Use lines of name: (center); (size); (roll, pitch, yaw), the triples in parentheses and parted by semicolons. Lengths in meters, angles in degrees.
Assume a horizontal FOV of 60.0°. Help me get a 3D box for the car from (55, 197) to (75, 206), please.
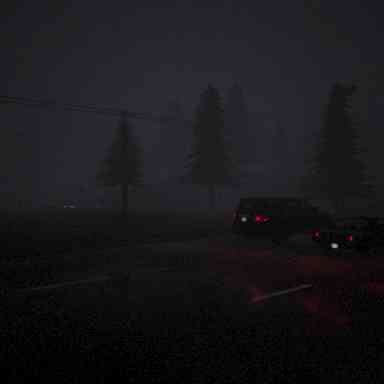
car: (-20.864, 1.560, 54.330); (2.033, 1.411, 5.357); (0, 0, -38)

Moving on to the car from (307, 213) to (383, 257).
car: (6.857, 1.612, 13.016); (4.718, 1.301, 1.895); (0, 0, -35)

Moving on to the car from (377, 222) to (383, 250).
car: (7.605, 1.558, 9.270); (5.357, 1.411, 2.033); (0, 0, -35)

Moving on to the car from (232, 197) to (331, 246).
car: (4.389, 1.234, 15.561); (5.566, 2.045, 2.150); (0, 0, -35)
